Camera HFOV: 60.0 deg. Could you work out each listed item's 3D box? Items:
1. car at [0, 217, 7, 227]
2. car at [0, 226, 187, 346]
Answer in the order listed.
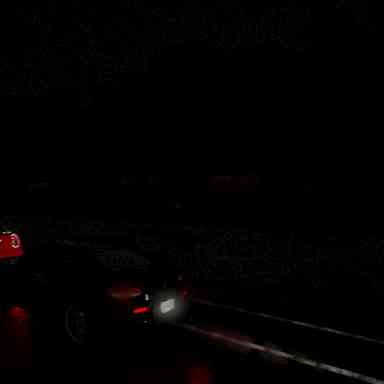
[{"bbox_3d":[-7.067,1.442,9.900,4.553,1.767,2.097,-1,-1,36],"label":"car"},{"bbox_3d":[-2.234,1.570,6.389,4.674,1.442,1.812,0,0,36],"label":"car"}]
